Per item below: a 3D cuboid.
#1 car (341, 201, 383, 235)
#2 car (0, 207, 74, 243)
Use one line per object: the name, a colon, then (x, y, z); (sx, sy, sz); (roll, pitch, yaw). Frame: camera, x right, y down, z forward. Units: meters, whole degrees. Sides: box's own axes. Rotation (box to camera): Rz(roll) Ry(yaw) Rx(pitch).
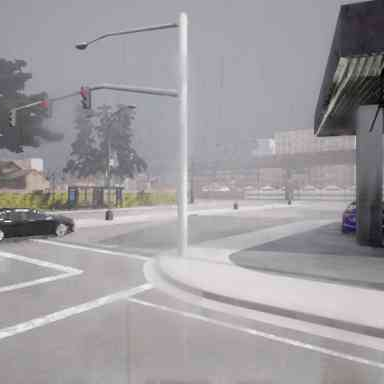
car: (9.490, 1.295, 17.698); (2.242, 1.667, 4.611); (0, 0, 37)
car: (-8.155, 1.505, 16.054); (1.837, 1.490, 4.892); (3, 2, 43)
